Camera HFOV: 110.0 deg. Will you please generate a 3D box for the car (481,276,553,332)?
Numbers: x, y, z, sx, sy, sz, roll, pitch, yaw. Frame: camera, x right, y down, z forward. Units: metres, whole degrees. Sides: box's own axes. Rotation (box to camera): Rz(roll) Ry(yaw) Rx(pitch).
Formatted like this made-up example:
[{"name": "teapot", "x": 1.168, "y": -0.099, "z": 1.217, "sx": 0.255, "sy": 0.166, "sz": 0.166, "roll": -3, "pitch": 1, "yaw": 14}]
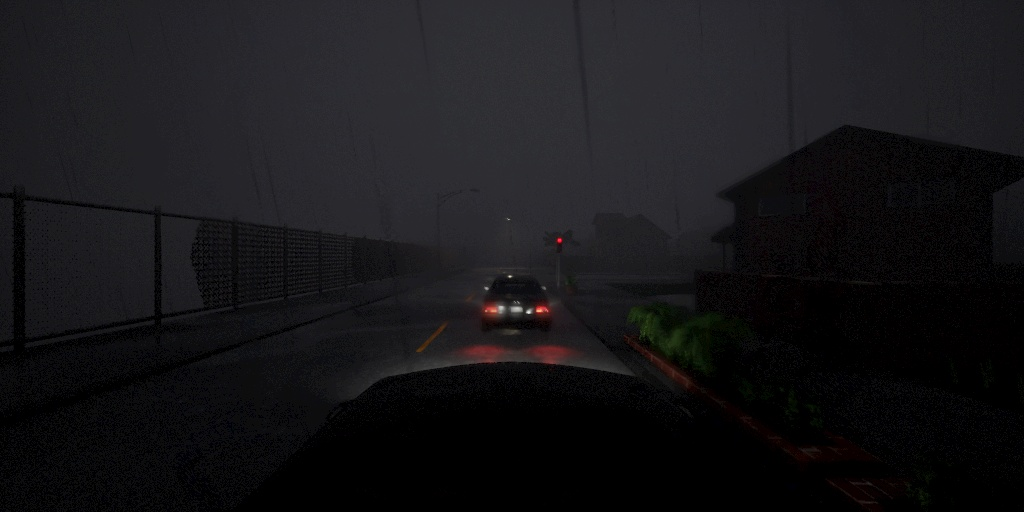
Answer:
[{"name": "car", "x": 0.118, "y": 1.297, "z": 10.825, "sx": 2.033, "sy": 1.411, "sz": 5.357, "roll": 0, "pitch": 0, "yaw": 0}]
